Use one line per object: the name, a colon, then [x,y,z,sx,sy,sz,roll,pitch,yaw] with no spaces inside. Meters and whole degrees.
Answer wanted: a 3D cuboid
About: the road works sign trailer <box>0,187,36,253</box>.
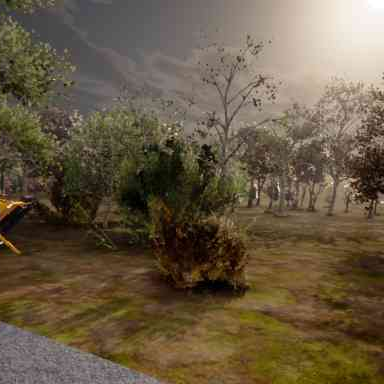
road works sign trailer: [-7.411,1.194,13.062,2.880,2.380,3.560,46,-7,-7]
